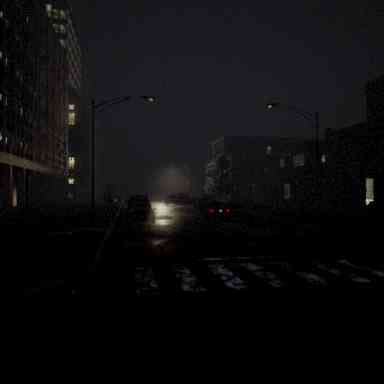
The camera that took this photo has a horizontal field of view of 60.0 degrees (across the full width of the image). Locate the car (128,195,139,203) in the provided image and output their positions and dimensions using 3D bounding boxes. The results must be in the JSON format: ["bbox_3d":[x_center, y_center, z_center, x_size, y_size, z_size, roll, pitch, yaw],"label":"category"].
[{"bbox_3d":[-10.909,1.279,61.436,1.947,1.339,4.313,1,0,-11],"label":"car"}]

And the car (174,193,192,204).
[{"bbox_3d":[-1.627,1.094,57.591,2.192,1.841,5.009,1,0,-11],"label":"car"}]

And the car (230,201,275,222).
[{"bbox_3d":[4.655,1.440,25.141,1.752,1.417,4.829,1,0,-11],"label":"car"}]

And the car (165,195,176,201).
[{"bbox_3d":[-4.787,1.283,73.899,1.947,1.339,4.313,1,0,-11],"label":"car"}]

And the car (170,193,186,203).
[{"bbox_3d":[-2.679,1.073,63.026,2.192,1.841,5.009,1,0,-11],"label":"car"}]

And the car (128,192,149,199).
[{"bbox_3d":[-4.591,1.161,28.819,2.192,1.841,5.009,1,0,-11],"label":"car"}]

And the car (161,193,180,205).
[{"bbox_3d":[-3.329,1.289,52.742,1.837,1.490,4.892,0,1,-11],"label":"car"}]

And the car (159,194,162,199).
[{"bbox_3d":[-7.944,1.241,90.207,1.802,1.307,4.206,1,0,-11],"label":"car"}]

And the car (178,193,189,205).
[{"bbox_3d":[-0.608,1.325,52.322,1.752,1.417,4.829,1,0,-11],"label":"car"}]

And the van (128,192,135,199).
[{"bbox_3d":[-16.170,0.955,88.615,1.690,1.788,3.998,1,0,-11],"label":"van"}]

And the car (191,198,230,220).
[{"bbox_3d":[1.640,1.437,27.132,2.033,1.411,5.357,0,0,-11],"label":"car"}]

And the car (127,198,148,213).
[{"bbox_3d":[-5.646,1.373,34.256,2.008,1.369,4.403,1,0,-11],"label":"car"}]

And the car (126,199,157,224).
[{"bbox_3d":[-3.541,1.421,23.384,2.008,1.369,4.403,1,0,-11],"label":"car"}]

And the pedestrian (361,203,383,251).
[{"bbox_3d":[6.743,1.264,12.451,0.375,1.860,0.375,1,0,-11],"label":"pedestrian"}]

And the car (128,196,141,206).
[{"bbox_3d":[-8.772,1.281,50.397,1.752,1.417,4.829,1,0,-11],"label":"car"}]

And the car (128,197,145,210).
[{"bbox_3d":[-6.699,1.344,39.692,1.887,1.381,4.507,1,0,-11],"label":"car"}]

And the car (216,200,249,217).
[{"bbox_3d":[3.634,1.473,30.411,1.802,1.307,4.206,1,0,-11],"label":"car"}]

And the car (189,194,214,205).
[{"bbox_3d":[1.531,1.160,41.282,2.192,1.841,5.009,1,0,-11],"label":"car"}]
